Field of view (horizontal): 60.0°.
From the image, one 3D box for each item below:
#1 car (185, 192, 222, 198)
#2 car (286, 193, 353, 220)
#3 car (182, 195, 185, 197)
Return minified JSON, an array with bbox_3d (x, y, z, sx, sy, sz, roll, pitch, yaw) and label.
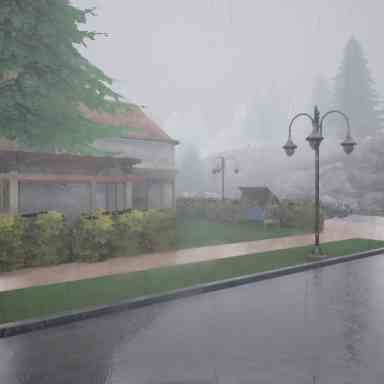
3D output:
[{"bbox_3d":[1.996,1.062,38.185,2.150,2.045,5.566,0,0,-35],"label":"car"},{"bbox_3d":[10.008,1.061,26.922,2.150,2.045,5.566,0,0,-35],"label":"car"},{"bbox_3d":[-0.597,1.189,48.210,2.097,1.767,4.553,0,0,-35],"label":"car"}]
